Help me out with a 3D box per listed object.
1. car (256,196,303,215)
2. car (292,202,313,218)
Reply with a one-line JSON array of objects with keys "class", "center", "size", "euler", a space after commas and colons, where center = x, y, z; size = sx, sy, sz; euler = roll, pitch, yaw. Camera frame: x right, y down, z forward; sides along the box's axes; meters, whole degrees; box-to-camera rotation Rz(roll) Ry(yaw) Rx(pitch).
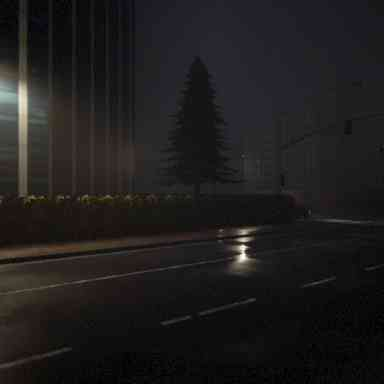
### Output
[{"class": "car", "center": [9.183, 1.355, 35.343], "size": [2.097, 1.767, 4.553], "euler": [0, 0, -35]}, {"class": "car", "center": [8.555, 1.491, 30.148], "size": [2.128, 1.511, 4.902], "euler": [0, 0, -35]}]
